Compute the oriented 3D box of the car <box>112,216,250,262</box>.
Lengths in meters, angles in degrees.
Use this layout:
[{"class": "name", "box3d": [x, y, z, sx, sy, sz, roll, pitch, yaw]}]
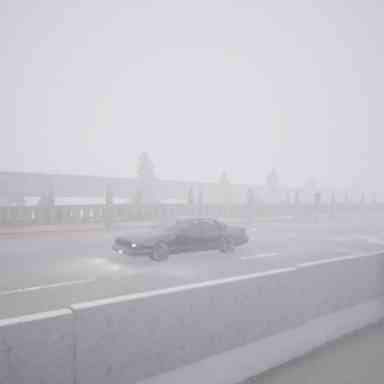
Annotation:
[{"class": "car", "box3d": [-0.202, 1.631, 12.569, 5.357, 1.411, 2.033, 1, -1, -36]}]
